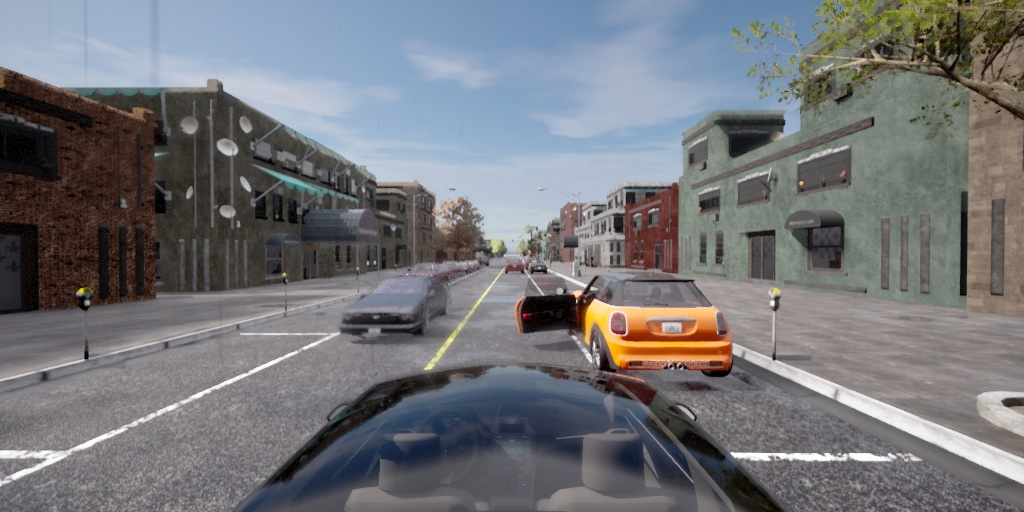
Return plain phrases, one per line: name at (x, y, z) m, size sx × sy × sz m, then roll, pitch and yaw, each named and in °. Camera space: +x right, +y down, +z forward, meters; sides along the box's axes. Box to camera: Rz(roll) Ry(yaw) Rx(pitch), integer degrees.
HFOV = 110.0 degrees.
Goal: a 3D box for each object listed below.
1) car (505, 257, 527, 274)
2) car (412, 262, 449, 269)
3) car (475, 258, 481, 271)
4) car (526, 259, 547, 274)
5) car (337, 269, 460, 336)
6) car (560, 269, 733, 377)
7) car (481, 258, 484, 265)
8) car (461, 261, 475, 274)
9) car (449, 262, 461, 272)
car at (0.296, 1.071, 40.921) m, size 2.097 × 1.767 × 4.553 m, roll 0°, pitch 0°, yaw 1°
car at (-5.574, 1.173, 22.968) m, size 1.967 × 1.591 × 4.097 m, roll 0°, pitch 0°, yaw 0°
car at (-5.458, 1.266, 45.161) m, size 2.007 × 1.370 × 4.403 m, roll 0°, pitch 0°, yaw 0°
car at (2.894, 1.286, 39.571) m, size 1.948 × 1.339 × 4.313 m, roll 0°, pitch 0°, yaw 0°
car at (-3.052, 1.291, 10.651) m, size 2.033 × 1.411 × 5.357 m, roll 0°, pitch 0°, yaw 0°
car at (2.421, 1.098, 7.532) m, size 2.097 × 1.767 × 4.553 m, roll 0°, pitch 0°, yaw 0°
car at (-5.428, 1.293, 50.710) m, size 1.802 × 1.307 × 4.207 m, roll 0°, pitch 0°, yaw 0°
car at (-5.486, 1.302, 39.613) m, size 1.802 × 1.307 × 4.207 m, roll 0°, pitch 0°, yaw 0°
car at (-5.544, 1.274, 28.517) m, size 1.888 × 1.381 × 4.507 m, roll 0°, pitch 0°, yaw 0°
